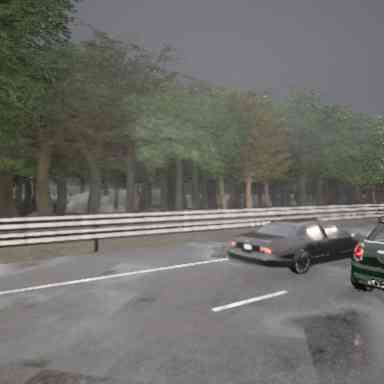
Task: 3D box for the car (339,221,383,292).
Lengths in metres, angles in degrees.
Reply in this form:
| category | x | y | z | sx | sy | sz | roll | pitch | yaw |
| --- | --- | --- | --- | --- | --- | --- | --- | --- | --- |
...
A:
| category | x | y | z | sx | sy | sz | roll | pitch | yaw |
| --- | --- | --- | --- | --- | --- | --- | --- | --- | --- |
| car | 5.735 | 1.350 | 7.657 | 4.553 | 1.767 | 2.097 | 0 | 0 | -34 |

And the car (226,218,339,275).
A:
| category | x | y | z | sx | sy | sz | roll | pitch | yaw |
| --- | --- | --- | --- | --- | --- | --- | --- | --- | --- |
| car | 3.596 | 1.537 | 10.461 | 5.357 | 1.411 | 2.033 | 0 | 0 | -34 |
